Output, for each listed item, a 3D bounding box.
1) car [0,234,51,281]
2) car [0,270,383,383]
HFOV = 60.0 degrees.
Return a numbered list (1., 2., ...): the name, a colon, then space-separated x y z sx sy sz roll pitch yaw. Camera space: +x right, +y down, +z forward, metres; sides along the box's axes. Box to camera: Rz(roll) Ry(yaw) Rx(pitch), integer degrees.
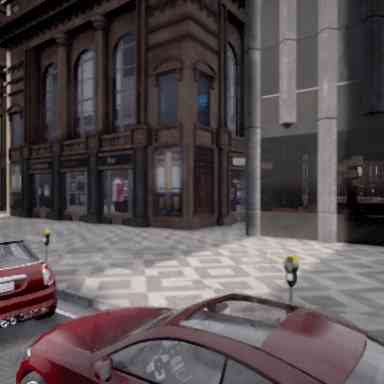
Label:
1. car: -4.345 1.443 6.058 4.097 1.590 1.967 0 0 35
2. car: 0.216 1.583 2.806 4.206 1.307 1.802 0 0 35
